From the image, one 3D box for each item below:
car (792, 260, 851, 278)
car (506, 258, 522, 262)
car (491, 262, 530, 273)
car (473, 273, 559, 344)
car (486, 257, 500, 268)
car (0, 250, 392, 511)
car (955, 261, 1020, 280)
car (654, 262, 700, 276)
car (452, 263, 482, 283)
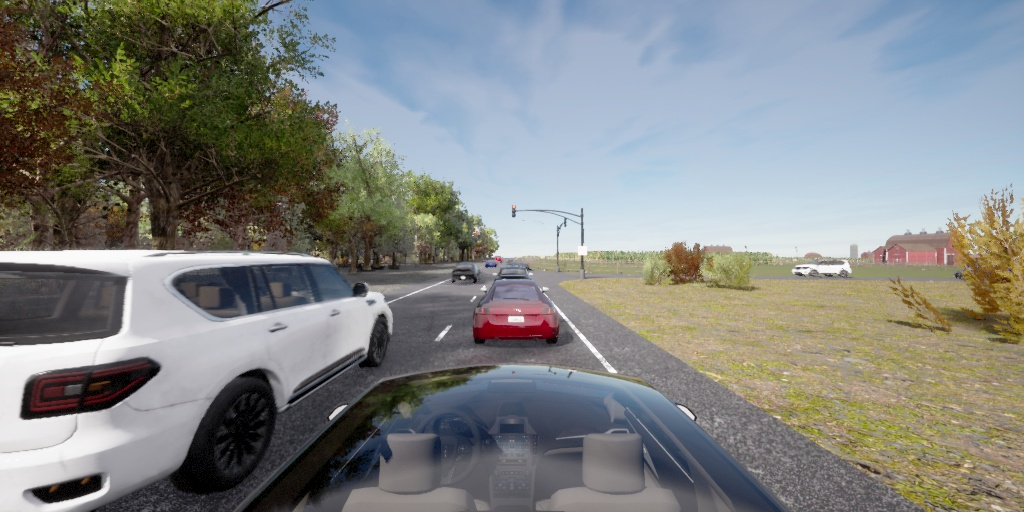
[{"bbox_3d":[35.394,1.419,40.998,5.566,2.045,2.150,1,-1,0],"label":"car"},{"bbox_3d":[0.882,1.317,49.560,1.994,1.385,4.181,0,0,-22],"label":"car"},{"bbox_3d":[0.049,1.259,18.550,1.837,1.490,4.892,0,0,0],"label":"car"},{"bbox_3d":[0.075,1.316,9.638,1.994,1.385,4.181,0,0,0],"label":"car"},{"bbox_3d":[-3.611,1.317,63.619,1.994,1.385,4.181,0,0,0],"label":"car"},{"bbox_3d":[-3.408,0.972,4.671,2.150,2.045,5.566,0,0,0],"label":"car"},{"bbox_3d":[50.587,1.522,37.372,5.566,2.045,2.150,1,-1,1],"label":"car"},{"bbox_3d":[18.882,1.492,41.018,5.008,1.535,1.882,0,-1,0],"label":"car"},{"bbox_3d":[-3.488,1.261,27.892,1.837,1.490,4.892,0,0,0],"label":"car"}]
